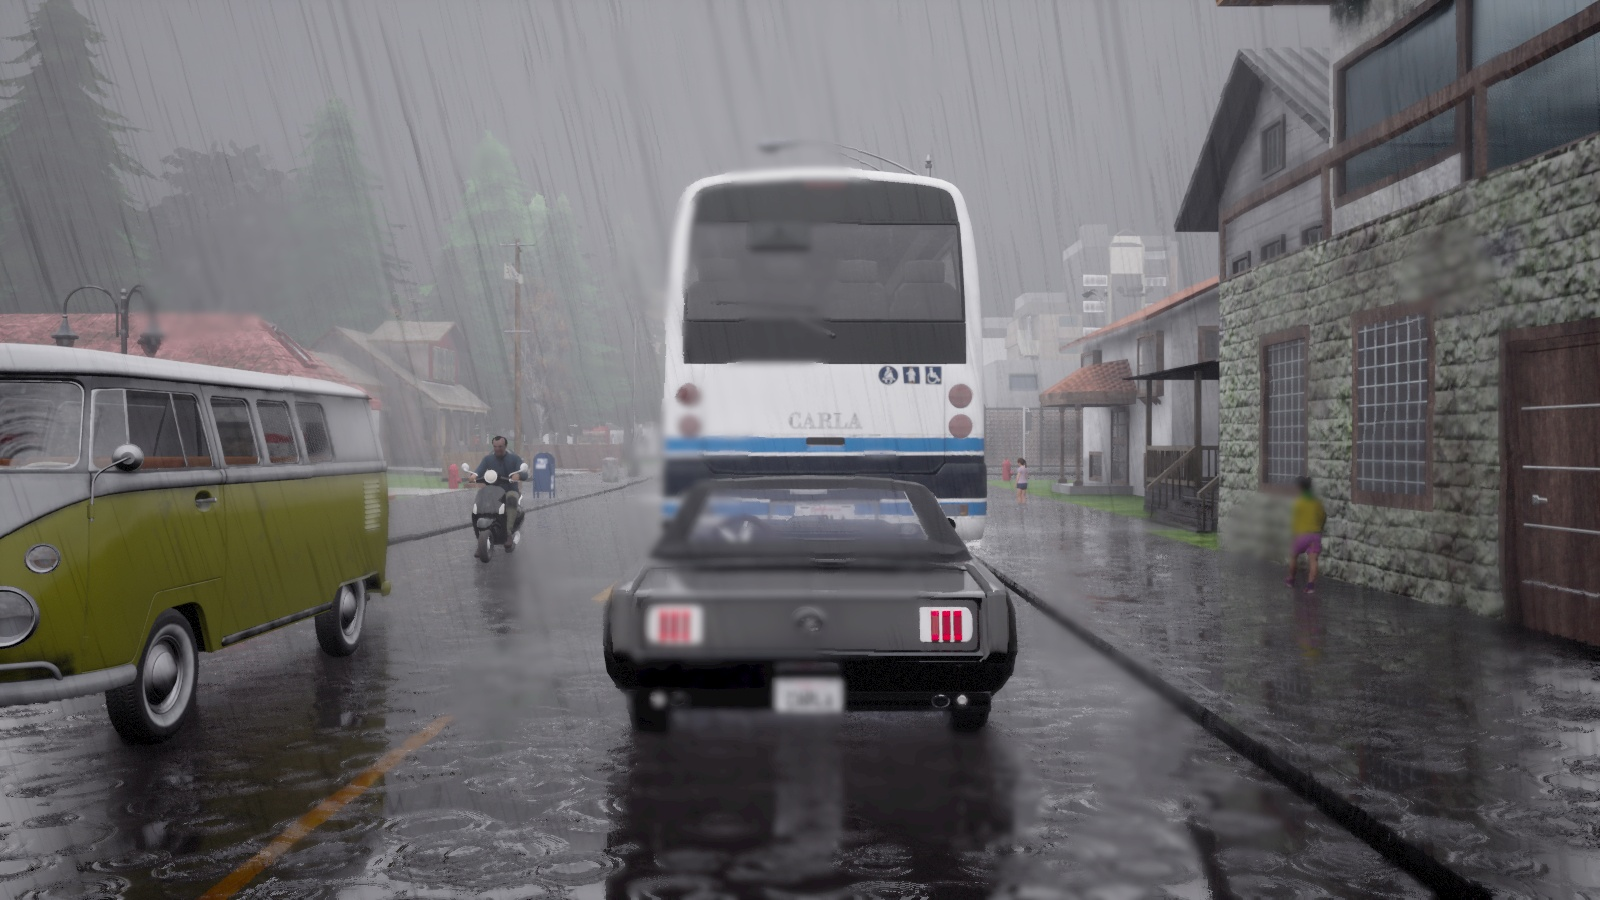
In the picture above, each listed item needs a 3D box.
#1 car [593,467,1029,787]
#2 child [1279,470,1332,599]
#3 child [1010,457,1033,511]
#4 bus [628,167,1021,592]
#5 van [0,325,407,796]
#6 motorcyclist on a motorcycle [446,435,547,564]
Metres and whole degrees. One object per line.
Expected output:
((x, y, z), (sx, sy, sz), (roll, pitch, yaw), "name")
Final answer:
((0.053, 0.803, 7.818), (1.895, 1.301, 4.718), (0, 0, 0), "car")
((4.701, 0.774, 11.694), (0.299, 1.160, 0.473), (0, 0, 1), "child")
((4.597, 0.693, 26.055), (0.255, 1.110, 0.394), (0, 0, -37), "child")
((0.139, -0.730, 17.748), (3.944, 4.253, 10.273), (0, 0, -1), "bus")
((-3.948, 0.454, 7.526), (1.775, 1.987, 4.442), (0, 0, 0), "van")
((-3.907, 0.605, 16.322), (0.866, 1.590, 1.817), (0, 0, 0), "motorcyclist on a motorcycle")
